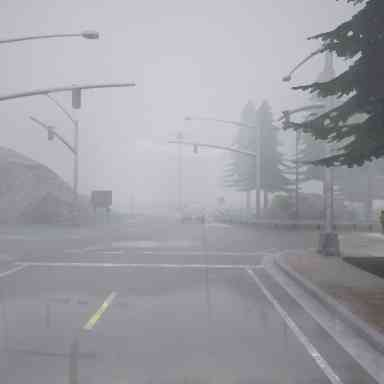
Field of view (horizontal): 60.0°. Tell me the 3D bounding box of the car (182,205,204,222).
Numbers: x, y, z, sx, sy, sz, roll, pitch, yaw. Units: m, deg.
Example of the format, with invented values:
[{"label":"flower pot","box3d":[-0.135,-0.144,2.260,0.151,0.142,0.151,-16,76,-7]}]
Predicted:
[{"label":"car","box3d":[0.133,1.844,29.467,1.812,1.442,4.674,1,-1,0]}]
